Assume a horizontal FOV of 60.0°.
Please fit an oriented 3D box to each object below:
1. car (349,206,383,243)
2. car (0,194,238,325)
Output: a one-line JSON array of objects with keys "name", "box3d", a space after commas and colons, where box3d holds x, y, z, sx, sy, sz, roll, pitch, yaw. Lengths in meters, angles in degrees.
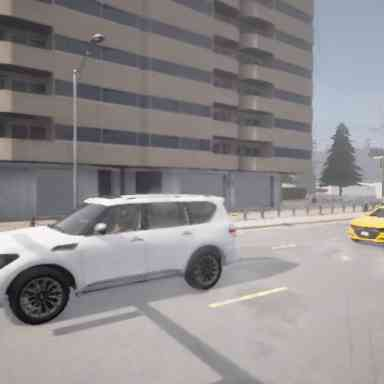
[{"name": "car", "box3d": [8.638, 1.295, 13.989, 5.008, 1.535, 1.882, 0, 1, -34]}, {"name": "car", "box3d": [-1.527, 1.082, 7.172, 5.566, 2.045, 2.150, 0, 1, -34]}]
